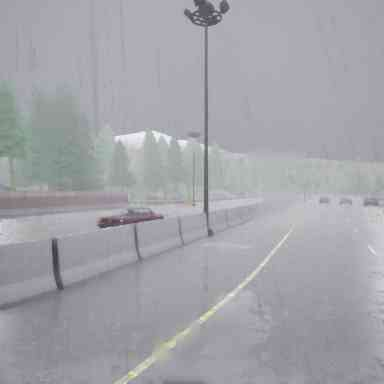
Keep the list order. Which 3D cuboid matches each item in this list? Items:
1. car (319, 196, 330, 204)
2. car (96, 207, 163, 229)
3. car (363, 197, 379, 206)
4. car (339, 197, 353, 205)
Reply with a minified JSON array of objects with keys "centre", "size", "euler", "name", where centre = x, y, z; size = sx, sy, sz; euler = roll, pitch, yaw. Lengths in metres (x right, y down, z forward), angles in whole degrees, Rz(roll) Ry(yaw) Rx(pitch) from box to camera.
[{"centre":[25.381,1.492,63.669],"size":[2.128,1.511,4.902],"euler":[0,0,22],"name":"car"},{"centre":[-3.565,1.601,19.758],"size":[1.895,1.301,4.718],"euler":[0,0,22],"name":"car"},{"centre":[29.140,1.491,54.195],"size":[2.128,1.511,4.902],"euler":[0,0,22],"name":"car"},{"centre":[27.228,1.526,58.862],"size":[1.812,1.442,4.674],"euler":[0,0,22],"name":"car"}]
